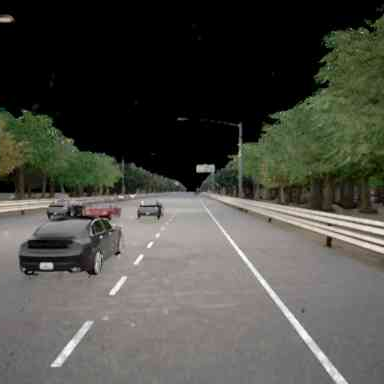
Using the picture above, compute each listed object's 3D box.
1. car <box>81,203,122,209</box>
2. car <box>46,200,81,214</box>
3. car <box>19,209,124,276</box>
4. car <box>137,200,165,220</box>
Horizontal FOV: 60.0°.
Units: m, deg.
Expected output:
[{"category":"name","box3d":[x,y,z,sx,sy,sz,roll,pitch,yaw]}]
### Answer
[{"category":"car","box3d":[-6.860,1.528,26.215,1.895,1.301,4.718,0,0,0]},{"category":"car","box3d":[-10.356,1.415,27.707,2.128,1.511,4.902,0,0,0]},{"category":"car","box3d":[-3.393,1.474,10.190,1.837,1.490,4.892,0,0,0]},{"category":"car","box3d":[-3.356,1.415,27.693,2.128,1.511,4.902,0,0,0]}]
